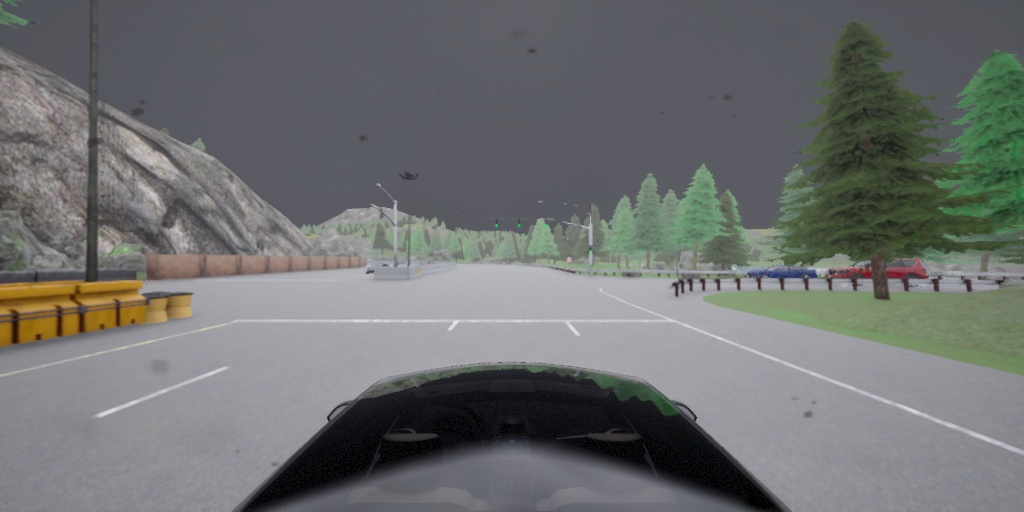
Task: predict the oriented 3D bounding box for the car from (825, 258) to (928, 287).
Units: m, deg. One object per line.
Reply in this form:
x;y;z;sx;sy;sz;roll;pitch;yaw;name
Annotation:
26.675;1.185;26.410;5.566;2.045;2.150;0;-1;12;car

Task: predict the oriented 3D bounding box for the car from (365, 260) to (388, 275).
-17.568;1.715;47.147;1.837;1.490;4.892;0;0;0;car

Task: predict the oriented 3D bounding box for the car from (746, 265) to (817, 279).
22.891;1.474;30.601;5.008;1.535;1.882;0;-1;9;car
